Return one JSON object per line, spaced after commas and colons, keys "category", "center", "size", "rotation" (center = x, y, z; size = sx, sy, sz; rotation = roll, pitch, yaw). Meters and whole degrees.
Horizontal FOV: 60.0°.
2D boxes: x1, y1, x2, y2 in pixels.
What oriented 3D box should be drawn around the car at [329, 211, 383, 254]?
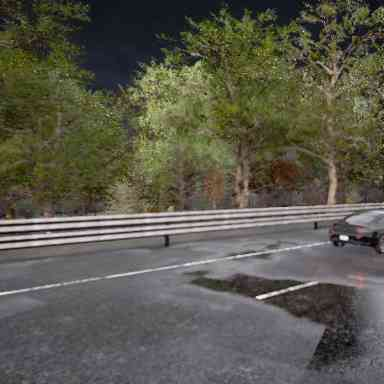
{"category": "car", "center": [7.356, 1.478, 13.259], "size": [4.674, 1.442, 1.812], "rotation": [0, 0, -35]}
